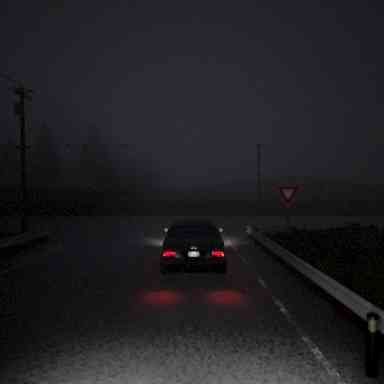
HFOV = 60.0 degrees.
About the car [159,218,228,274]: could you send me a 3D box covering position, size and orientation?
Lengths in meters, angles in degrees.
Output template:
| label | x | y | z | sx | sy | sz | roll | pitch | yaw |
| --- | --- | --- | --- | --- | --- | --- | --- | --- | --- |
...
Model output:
| label | x | y | z | sx | sy | sz | roll | pitch | yaw |
| --- | --- | --- | --- | --- | --- | --- | --- | --- | --- |
| car | 0.046 | 1.533 | 10.550 | 2.033 | 1.411 | 5.357 | 0 | 0 | 0 |
